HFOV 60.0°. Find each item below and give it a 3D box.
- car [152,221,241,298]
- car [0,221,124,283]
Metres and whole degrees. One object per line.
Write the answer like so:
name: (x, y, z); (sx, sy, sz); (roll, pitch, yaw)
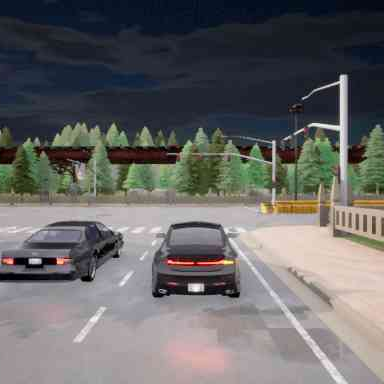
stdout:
car: (0.103, 1.505, 8.519); (1.837, 1.490, 4.892); (0, 0, 1)
car: (-3.383, 1.547, 9.709); (2.033, 1.411, 5.357); (0, 0, 0)
